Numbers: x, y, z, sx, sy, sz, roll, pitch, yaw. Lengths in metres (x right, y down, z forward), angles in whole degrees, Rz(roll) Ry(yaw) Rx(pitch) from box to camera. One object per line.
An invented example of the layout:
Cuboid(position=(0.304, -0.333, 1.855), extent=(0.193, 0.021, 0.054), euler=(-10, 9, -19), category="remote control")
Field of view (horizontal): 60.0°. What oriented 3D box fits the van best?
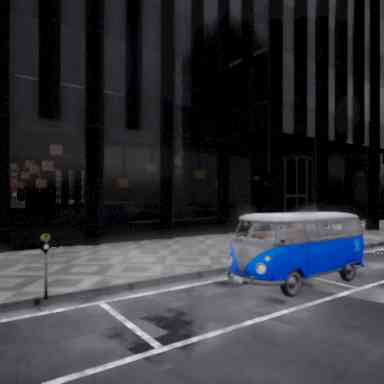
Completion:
Cuboid(position=(2.724, 1.409, 8.488), extent=(3.998, 1.788, 1.690), euler=(1, -1, -36), category="van")
